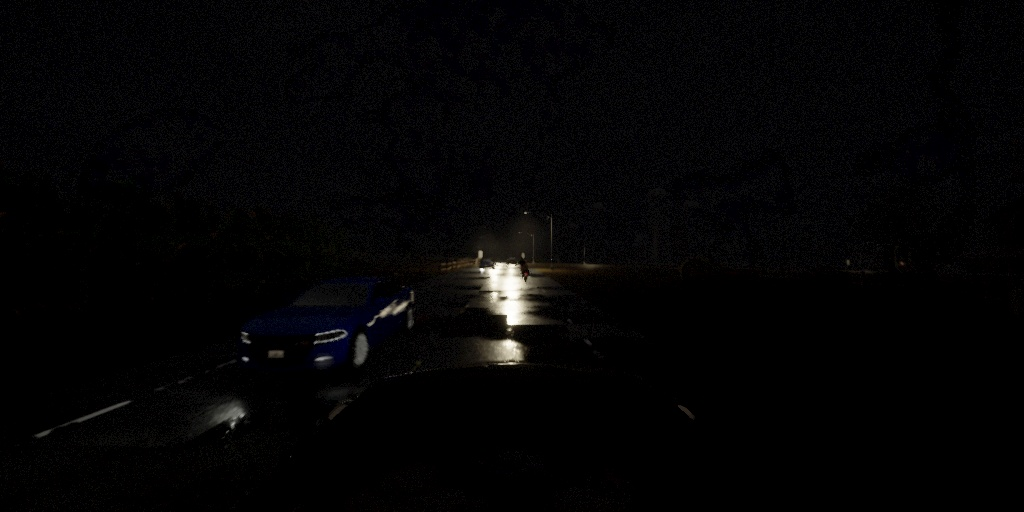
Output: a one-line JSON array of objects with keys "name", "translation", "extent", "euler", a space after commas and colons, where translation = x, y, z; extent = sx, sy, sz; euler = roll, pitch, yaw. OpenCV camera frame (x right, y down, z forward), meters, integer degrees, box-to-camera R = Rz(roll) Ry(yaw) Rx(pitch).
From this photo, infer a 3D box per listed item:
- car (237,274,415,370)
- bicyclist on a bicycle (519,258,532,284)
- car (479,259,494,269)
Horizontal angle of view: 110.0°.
[{"name": "car", "translation": [-3.599, 1.217, 7.966], "extent": [1.882, 1.535, 5.008], "euler": [0, 0, 0]}, {"name": "bicyclist on a bicycle", "translation": [0.949, 1.098, 24.364], "extent": [0.866, 1.612, 1.509], "euler": [0, 0, 0]}, {"name": "car", "translation": [-3.569, 1.151, 51.577], "extent": [1.994, 1.385, 4.181], "euler": [0, 0, 0]}]
